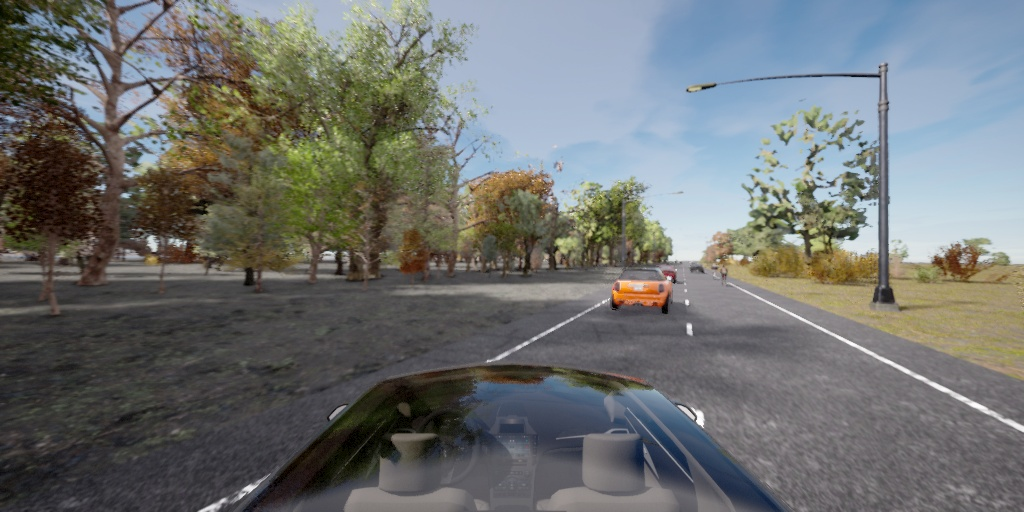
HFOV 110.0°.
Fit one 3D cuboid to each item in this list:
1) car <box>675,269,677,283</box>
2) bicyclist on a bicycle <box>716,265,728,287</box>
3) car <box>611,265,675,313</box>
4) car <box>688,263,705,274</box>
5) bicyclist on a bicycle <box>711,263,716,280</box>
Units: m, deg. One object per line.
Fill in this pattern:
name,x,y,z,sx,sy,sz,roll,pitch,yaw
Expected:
car,13.989,1.596,32.849,1.882,1.535,5.008,0,-1,25
bicyclist on a bicycle,16.340,1.545,27.624,0.582,1.620,1.656,0,-1,25
car,5.630,1.259,15.284,2.097,1.767,4.553,0,-1,25
car,28.935,1.936,56.107,1.837,1.490,4.892,0,0,25
bicyclist on a bicycle,20.468,1.567,36.300,0.659,1.776,1.843,0,0,25
